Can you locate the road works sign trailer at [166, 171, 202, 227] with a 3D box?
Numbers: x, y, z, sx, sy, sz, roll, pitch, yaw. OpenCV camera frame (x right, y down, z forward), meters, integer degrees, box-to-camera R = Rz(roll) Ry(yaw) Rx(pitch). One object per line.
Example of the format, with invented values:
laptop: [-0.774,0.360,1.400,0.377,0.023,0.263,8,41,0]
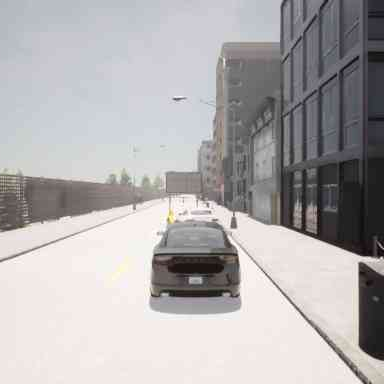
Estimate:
road works sign trailer: [-0.570,0.464,21.457,2.380,3.560,2.880,0,0,-16]

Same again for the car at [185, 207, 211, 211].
car: [0.295,1.542,17.952,1.812,1.442,4.674,0,-1,-7]

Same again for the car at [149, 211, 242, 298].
car: [0.067,1.477,8.596,1.882,1.535,5.008,0,0,0]
